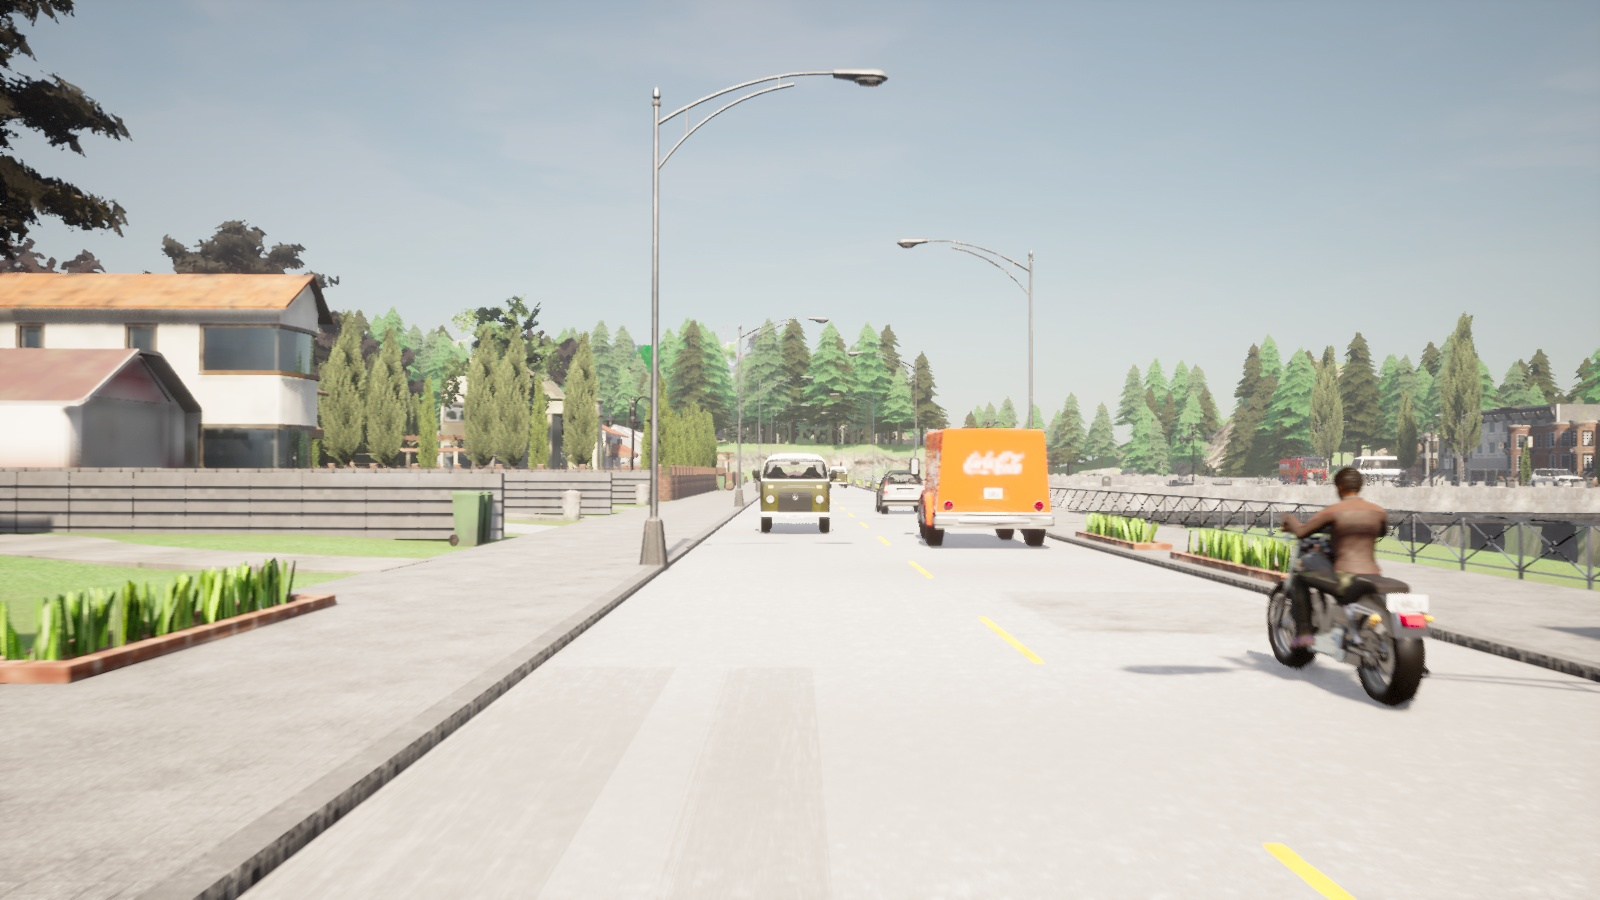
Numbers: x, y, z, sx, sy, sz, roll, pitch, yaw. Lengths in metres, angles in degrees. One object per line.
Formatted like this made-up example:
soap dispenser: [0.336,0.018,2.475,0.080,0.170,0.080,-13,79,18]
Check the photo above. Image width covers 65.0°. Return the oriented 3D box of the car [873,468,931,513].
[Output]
car: [3.834,1.496,47.707,1.851,1.617,3.988,0,-1,0]

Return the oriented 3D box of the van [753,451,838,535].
van: [-0.115,1.086,32.700,2.069,2.038,4.480,0,-1,0]

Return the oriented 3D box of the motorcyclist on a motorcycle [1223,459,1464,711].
motorcyclist on a motorcycle: [3.963,0.907,9.414,0.766,1.649,2.350,0,-1,0]

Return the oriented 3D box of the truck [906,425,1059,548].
truck: [3.900,0.780,27.956,2.627,2.467,5.204,0,-1,0]
